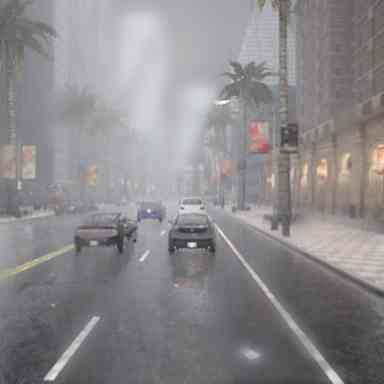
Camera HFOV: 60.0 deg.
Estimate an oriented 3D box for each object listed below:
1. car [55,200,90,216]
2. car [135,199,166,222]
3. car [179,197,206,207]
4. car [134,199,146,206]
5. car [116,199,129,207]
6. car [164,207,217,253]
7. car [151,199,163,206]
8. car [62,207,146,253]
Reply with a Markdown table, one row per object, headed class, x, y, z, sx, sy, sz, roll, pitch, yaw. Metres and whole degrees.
| class | x | y | z | sx | sy | sz | roll | pitch | yaw |
| --- | --- | --- | --- | --- | --- | --- | --- | --- | --- |
| car | -13.614 | 1.704 | 37.497 | 2.185 | 1.767 | 4.553 | 0 | -1 | -1 |
| car | -3.464 | 1.622 | 29.072 | 2.097 | 1.767 | 4.553 | 0 | -1 | 0 |
| car | 0.033 | 1.488 | 29.001 | 2.150 | 2.045 | 5.566 | 0 | 0 | 0 |
| car | -10.862 | 2.150 | 69.929 | 1.837 | 1.490 | 4.892 | 0 | -1 | -1 |
| car | -13.916 | 2.104 | 66.868 | 2.231 | 1.521 | 4.892 | 0 | -1 | -1 |
| car | 0.005 | 1.642 | 14.297 | 1.837 | 1.490 | 4.892 | 0 | 0 | 0 |
| car | -7.362 | 2.191 | 69.966 | 2.033 | 1.411 | 5.357 | 0 | -1 | -1 |
| car | -3.495 | 1.626 | 14.289 | 2.128 | 1.511 | 4.902 | 0 | 0 | 0 |
